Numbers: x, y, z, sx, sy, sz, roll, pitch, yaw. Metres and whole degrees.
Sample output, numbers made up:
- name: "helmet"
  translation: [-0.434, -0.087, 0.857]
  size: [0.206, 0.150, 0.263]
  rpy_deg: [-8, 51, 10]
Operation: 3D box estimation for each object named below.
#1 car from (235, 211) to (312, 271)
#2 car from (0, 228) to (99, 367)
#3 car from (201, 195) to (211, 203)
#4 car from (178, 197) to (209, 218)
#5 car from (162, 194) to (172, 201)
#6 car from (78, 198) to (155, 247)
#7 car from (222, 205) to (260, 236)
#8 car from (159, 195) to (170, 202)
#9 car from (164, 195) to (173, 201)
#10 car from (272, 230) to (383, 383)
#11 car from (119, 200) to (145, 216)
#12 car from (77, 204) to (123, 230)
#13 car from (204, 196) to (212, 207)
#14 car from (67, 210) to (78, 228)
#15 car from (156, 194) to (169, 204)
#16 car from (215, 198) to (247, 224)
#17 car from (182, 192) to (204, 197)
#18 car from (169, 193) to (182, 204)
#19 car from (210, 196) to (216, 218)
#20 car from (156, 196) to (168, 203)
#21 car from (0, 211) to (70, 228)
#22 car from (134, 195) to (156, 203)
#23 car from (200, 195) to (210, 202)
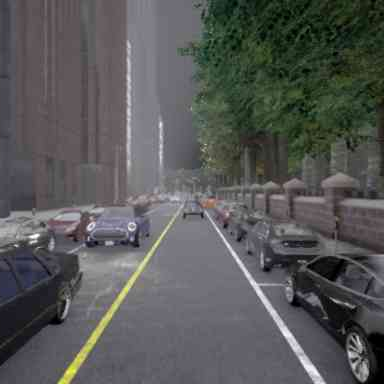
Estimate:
- name: "car"
  translation: [2.762, 1.525, 10.532]
  size: [2.008, 1.369, 4.403]
  rpy_deg: [0, 0, 0]
- name: "car"
  translation: [-3.095, 1.536, 4.398]
  size: [2.033, 1.411, 5.357]
  rpy_deg: [0, 0, 1]
- name: "car"
  translation: [2.761, 1.381, 65.267]
  size: [1.752, 1.417, 4.829]
  rpy_deg: [0, 0, 0]
- name: "car"
  translation: [0.104, 1.477, 29.388]
  size: [2.033, 1.411, 5.357]
  rpy_deg: [0, 0, 0]
- name: "car"
  translation: [-5.764, 1.276, 76.009]
  size: [1.967, 1.590, 4.097]
  rpy_deg: [0, 0, 0]
- name: "car"
  translation: [-3.089, 1.316, 14.693]
  size: [2.097, 1.767, 4.553]
  rpy_deg: [0, 0, 0]
- name: "car"
  translation: [2.762, 1.512, 15.989]
  size: [2.008, 1.369, 4.403]
  rpy_deg: [0, 0, 0]
- name: "car"
  translation: [-5.764, 1.391, 70.552]
  size: [1.887, 1.381, 4.507]
  rpy_deg: [0, 0, 0]
- name: "car"
  translation: [-5.764, 1.352, 81.296]
  size: [1.752, 1.417, 4.829]
  rpy_deg: [0, 0, 0]
- name: "car"
  translation: [2.762, 1.554, 5.076]
  size: [1.947, 1.339, 4.313]
  rpy_deg: [0, 0, 0]
- name: "car"
  translation: [-5.763, 1.504, 32.353]
  size: [1.802, 1.307, 4.206]
  rpy_deg: [0, 0, 0]
- name: "car"
  translation: [-5.763, 1.530, 21.439]
  size: [1.802, 1.307, 4.206]
  rpy_deg: [0, 0, 0]
- name: "car"
  translation: [2.387, 1.250, 44.788]
  size: [2.097, 1.767, 4.553]
  rpy_deg: [0, 0, 0]
- name: "car"
  translation: [-5.763, 1.543, 15.982]
  size: [1.802, 1.307, 4.206]
  rpy_deg: [0, 0, 0]
- name: "car"
  translation: [-5.764, 1.306, 59.638]
  size: [1.967, 1.590, 4.097]
  rpy_deg: [0, 0, 0]
- name: "car"
  translation: [2.762, 1.389, 21.445]
  size: [1.967, 1.590, 4.097]
  rpy_deg: [0, 0, 0]
- name: "car"
  translation: [0.100, 1.247, 44.074]
  size: [2.097, 1.767, 4.553]
  rpy_deg: [0, 0, 0]
- name: "car"
  translation: [-3.029, 1.390, 61.389]
  size: [1.812, 1.442, 4.674]
  rpy_deg: [0, 0, 1]
- name: "car"
  translation: [2.762, 1.375, 26.902]
  size: [1.967, 1.590, 4.097]
  rpy_deg: [0, 0, 0]
- name: "car"
  translation: [-5.764, 1.407, 65.095]
  size: [2.008, 1.369, 4.403]
  rpy_deg: [0, 0, 0]
- name: "car"
  translation: [-5.763, 1.525, 10.524]
  size: [2.008, 1.369, 4.403]
  rpy_deg: [0, 0, 0]
- name: "car"
  translation: [-5.763, 1.224, 37.809]
  size: [2.192, 1.841, 5.009]
  rpy_deg: [0, 0, 0]
- name: "car"
  translation: [2.761, 1.412, 70.554]
  size: [1.947, 1.339, 4.313]
  rpy_deg: [0, 0, 0]
